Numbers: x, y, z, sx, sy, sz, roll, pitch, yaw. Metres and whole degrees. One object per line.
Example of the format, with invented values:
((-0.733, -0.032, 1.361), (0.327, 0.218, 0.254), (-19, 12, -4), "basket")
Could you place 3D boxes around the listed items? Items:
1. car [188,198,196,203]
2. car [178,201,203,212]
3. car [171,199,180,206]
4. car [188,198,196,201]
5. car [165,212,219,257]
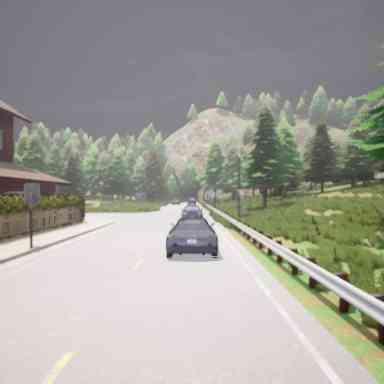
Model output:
((-0.007, 2.285, 90.651), (1.882, 1.535, 5.008), (0, -1, 0), "car")
((-0.029, 1.827, 28.544), (1.812, 1.442, 4.674), (0, 0, -1), "car")
((-3.506, 2.289, 72.961), (1.837, 1.490, 4.892), (0, -1, 0), "car")
((-0.006, 2.342, 80.271), (1.882, 1.535, 5.008), (0, -1, 0), "car")
((0.017, 1.713, 13.587), (1.994, 1.385, 4.181), (0, -1, 0), "car")
